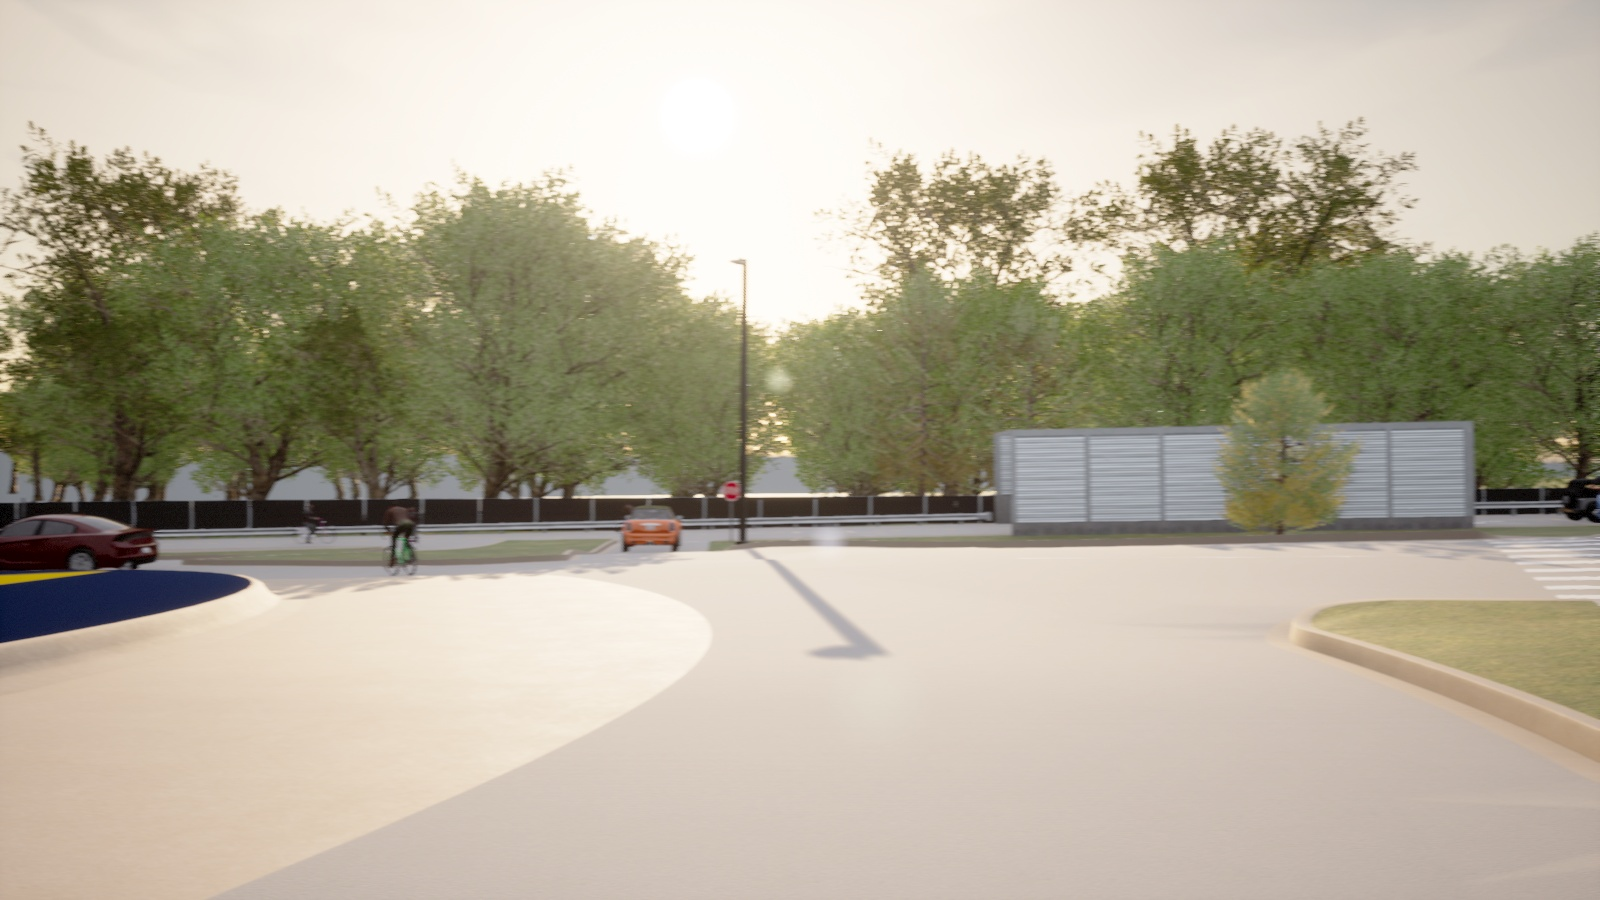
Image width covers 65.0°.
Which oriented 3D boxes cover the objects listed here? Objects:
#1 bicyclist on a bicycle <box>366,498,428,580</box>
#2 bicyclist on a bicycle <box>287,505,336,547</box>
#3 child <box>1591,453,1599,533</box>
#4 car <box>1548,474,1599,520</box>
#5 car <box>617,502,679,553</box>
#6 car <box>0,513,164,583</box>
[{"bbox_3d":[-8.508,1.888,26.465,0.582,1.620,1.656,-2,-4,-40],"label":"bicyclist on a bicycle"},{"bbox_3d":[-21.446,3.325,55.114,1.843,1.776,0.659,-1,0,-1],"label":"bicyclist on a bicycle"},{"bbox_3d":[12.778,0.675,19.981,0.270,1.263,0.437,0,0,24],"label":"child"},{"bbox_3d":[35.388,2.024,55.184,3.866,1.878,1.905,-1,0,2],"label":"car"},{"bbox_3d":[-5.703,2.899,47.729,2.097,1.767,4.553,0,-1,-4],"label":"car"},{"bbox_3d":[-18.508,2.383,30.703,5.008,1.535,1.882,-1,0,4],"label":"car"}]
